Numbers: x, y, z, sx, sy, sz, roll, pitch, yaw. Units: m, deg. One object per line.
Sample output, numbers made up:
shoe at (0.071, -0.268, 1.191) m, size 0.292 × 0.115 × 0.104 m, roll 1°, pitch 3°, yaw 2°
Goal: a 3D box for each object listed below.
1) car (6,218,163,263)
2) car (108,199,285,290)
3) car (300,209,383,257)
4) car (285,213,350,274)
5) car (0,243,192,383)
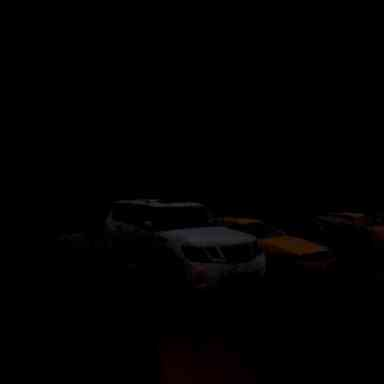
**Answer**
car at (-2.867, 1.476, 7.390) m, size 2.097 × 1.535 × 5.008 m, roll 0°, pitch 0°, yaw -35°
car at (-0.585, 1.231, 8.971) m, size 2.435 × 2.045 × 5.566 m, roll 0°, pitch 0°, yaw -35°
car at (3.939, 1.495, 12.190) m, size 2.231 × 1.521 × 4.892 m, roll 0°, pitch 0°, yaw -35°
car at (1.774, 1.485, 10.443) m, size 1.946 × 1.575 × 5.366 m, roll 0°, pitch 0°, yaw -35°
car at (-2.613, 1.471, 2.145) m, size 5.008 × 1.535 × 1.882 m, roll 0°, pitch 0°, yaw -35°
